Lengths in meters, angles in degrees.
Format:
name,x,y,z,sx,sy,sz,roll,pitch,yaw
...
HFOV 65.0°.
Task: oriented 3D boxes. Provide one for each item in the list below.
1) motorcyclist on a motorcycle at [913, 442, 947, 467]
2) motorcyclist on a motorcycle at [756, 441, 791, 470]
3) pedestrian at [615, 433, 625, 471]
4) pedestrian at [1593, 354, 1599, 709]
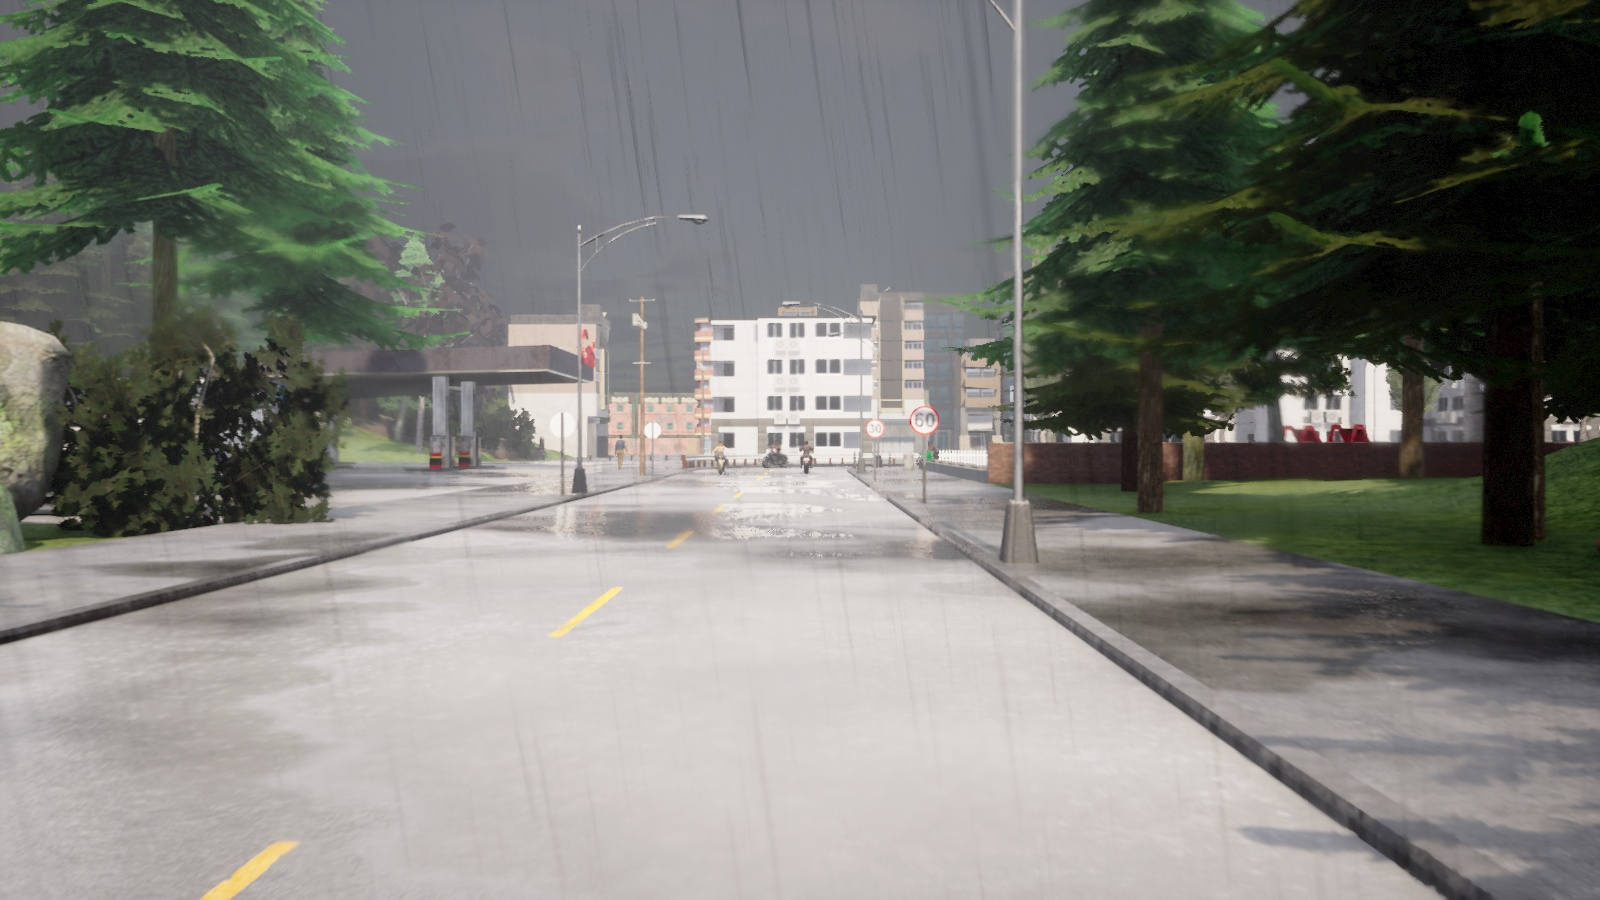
name,x,y,z,sx,sy,sz,roll,pitch,yaw
motorcyclist on a motorcycle,8.154,0.292,78.720,2.044,1.523,0.797,0,1,-3
motorcyclist on a motorcycle,-1.536,0.285,73.248,0.766,1.649,2.350,2,1,36
pedestrian,-9.239,0.085,64.456,0.423,1.949,0.788,0,0,-1
pedestrian,4.330,0.425,6.187,0.431,1.840,0.709,0,0,5
